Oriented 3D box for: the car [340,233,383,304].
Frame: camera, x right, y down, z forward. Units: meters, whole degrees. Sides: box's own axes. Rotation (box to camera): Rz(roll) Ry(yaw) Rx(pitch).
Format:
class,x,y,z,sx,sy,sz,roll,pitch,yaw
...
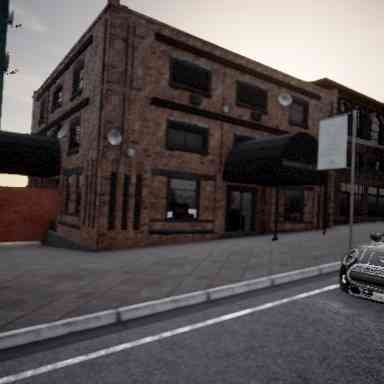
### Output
class,x,y,z,sx,sy,sz,roll,pitch,yaw
car,5.355,1.387,7.507,4.553,1.767,2.097,0,0,-36
